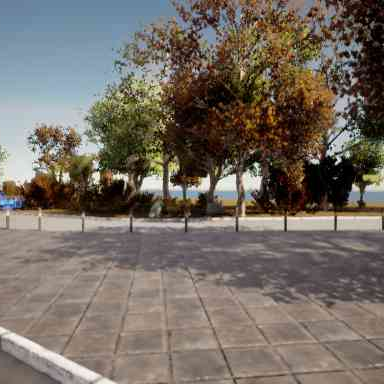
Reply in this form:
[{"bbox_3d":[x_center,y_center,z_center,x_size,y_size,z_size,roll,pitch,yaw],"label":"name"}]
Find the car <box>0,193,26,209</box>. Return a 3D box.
[{"bbox_3d":[-20.975,1.204,37.520,2.185,1.767,4.553,1,1,34],"label":"car"}]
